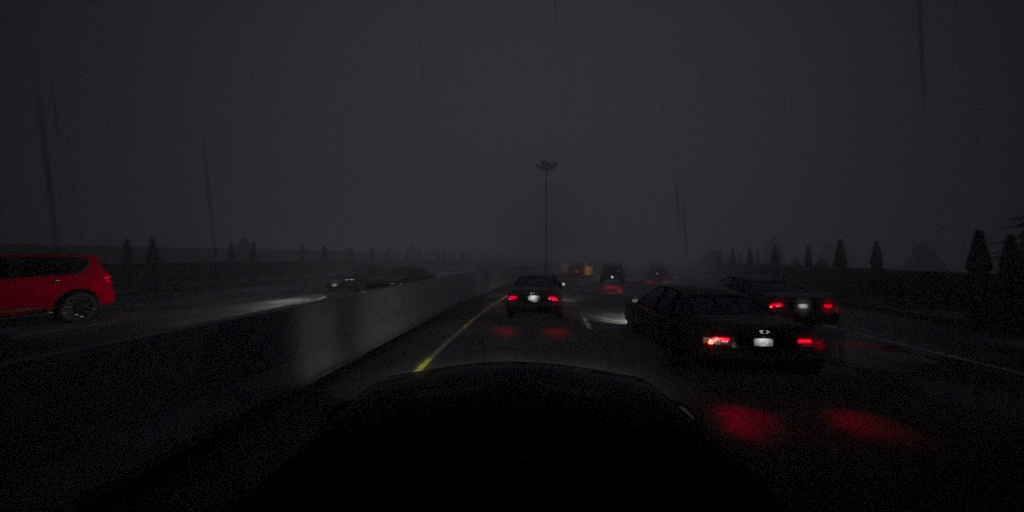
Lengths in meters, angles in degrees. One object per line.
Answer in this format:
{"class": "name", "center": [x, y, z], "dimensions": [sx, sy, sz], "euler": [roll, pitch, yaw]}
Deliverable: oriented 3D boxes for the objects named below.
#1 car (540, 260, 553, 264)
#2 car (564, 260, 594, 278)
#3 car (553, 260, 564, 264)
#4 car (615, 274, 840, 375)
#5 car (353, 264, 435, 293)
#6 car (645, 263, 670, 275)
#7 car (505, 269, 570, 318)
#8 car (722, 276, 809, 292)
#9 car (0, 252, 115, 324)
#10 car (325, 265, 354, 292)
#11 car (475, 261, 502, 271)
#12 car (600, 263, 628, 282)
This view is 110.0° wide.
{"class": "car", "center": [5.999, 1.340, 59.606], "dimensions": [1.837, 1.490, 4.892], "euler": [0, 0, 26]}
{"class": "car", "center": [6.887, 1.290, 35.588], "dimensions": [1.882, 1.535, 5.008], "euler": [0, 0, 21]}
{"class": "car", "center": [8.778, 1.331, 57.294], "dimensions": [2.128, 1.511, 4.902], "euler": [0, 0, 25]}
{"class": "car", "center": [3.905, 1.321, 7.790], "dimensions": [2.033, 1.411, 5.357], "euler": [0, 0, 4]}
{"class": "car", "center": [-5.496, 1.216, 18.050], "dimensions": [1.882, 1.535, 5.008], "euler": [0, 0, 10]}
{"class": "car", "center": [13.799, 1.369, 34.080], "dimensions": [1.812, 1.442, 4.674], "euler": [0, 0, 22]}
{"class": "car", "center": [0.950, 1.312, 13.146], "dimensions": [2.033, 1.411, 5.357], "euler": [0, 0, 8]}
{"class": "car", "center": [7.803, 1.343, 11.695], "dimensions": [2.033, 1.411, 5.357], "euler": [0, 0, 7]}
{"class": "car", "center": [-13.685, 0.912, 8.895], "dimensions": [2.150, 2.045, 5.566], "euler": [0, 0, 4]}
{"class": "car", "center": [-8.561, 1.217, 20.685], "dimensions": [2.128, 1.511, 4.902], "euler": [0, 0, 12]}
{"class": "car", "center": [-3.120, 1.377, 48.363], "dimensions": [1.895, 1.301, 4.718], "euler": [0, 0, 25]}
{"class": "car", "center": [8.210, 1.318, 29.021], "dimensions": [1.837, 1.490, 4.892], "euler": [0, 0, 18]}
